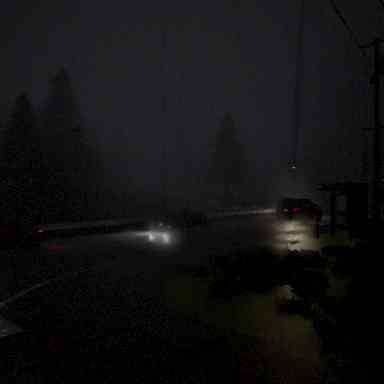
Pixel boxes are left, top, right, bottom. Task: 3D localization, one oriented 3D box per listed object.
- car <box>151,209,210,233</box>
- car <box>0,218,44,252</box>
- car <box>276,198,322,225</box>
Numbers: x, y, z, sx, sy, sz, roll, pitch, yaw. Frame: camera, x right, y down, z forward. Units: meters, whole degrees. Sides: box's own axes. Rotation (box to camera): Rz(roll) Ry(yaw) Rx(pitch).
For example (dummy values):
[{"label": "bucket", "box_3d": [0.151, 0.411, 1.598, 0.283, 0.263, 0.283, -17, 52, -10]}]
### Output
[{"label": "car", "box_3d": [-0.656, 1.800, 21.699, 1.994, 1.385, 4.181, 0, -1, 40]}, {"label": "car", "box_3d": [-7.964, 1.682, 12.729, 1.994, 1.385, 4.181, 0, -1, 38]}, {"label": "car", "box_3d": [8.938, 1.549, 27.640, 2.150, 2.045, 5.566, 0, -1, 40]}]
